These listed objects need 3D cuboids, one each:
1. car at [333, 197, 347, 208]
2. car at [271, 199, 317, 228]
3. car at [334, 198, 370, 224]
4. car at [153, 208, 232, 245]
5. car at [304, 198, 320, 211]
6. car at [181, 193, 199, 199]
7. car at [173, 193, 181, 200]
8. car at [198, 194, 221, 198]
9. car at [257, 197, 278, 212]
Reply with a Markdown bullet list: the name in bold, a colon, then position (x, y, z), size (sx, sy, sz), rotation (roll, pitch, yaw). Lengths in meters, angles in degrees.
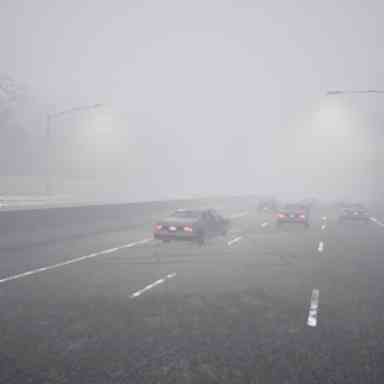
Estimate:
- **car**: position (16.856, 1.316, 36.964), size (1.812, 1.442, 4.674), rotation (1, 1, 23)
- **car**: position (6.607, 1.395, 21.096), size (2.033, 1.411, 5.357), rotation (1, 1, 22)
- **car**: position (11.362, 1.411, 23.501), size (2.033, 1.411, 5.357), rotation (1, 1, 22)
- **car**: position (0.241, 1.404, 14.796), size (2.033, 1.411, 5.357), rotation (1, 1, 22)
- **car**: position (12.857, 1.310, 36.342), size (2.033, 1.411, 5.357), rotation (1, 1, 22)
- **car**: position (0.569, 1.013, 52.960), size (2.128, 1.511, 4.902), rotation (1, 1, 23)
- **car**: position (-1.536, 0.950, 56.998), size (1.882, 1.535, 5.008), rotation (1, 0, 23)
- **car**: position (3.253, 1.114, 50.306), size (2.033, 1.411, 5.357), rotation (1, 0, 23)
- **car**: position (7.797, 1.252, 33.227), size (1.837, 1.490, 4.892), rotation (1, 1, 22)
